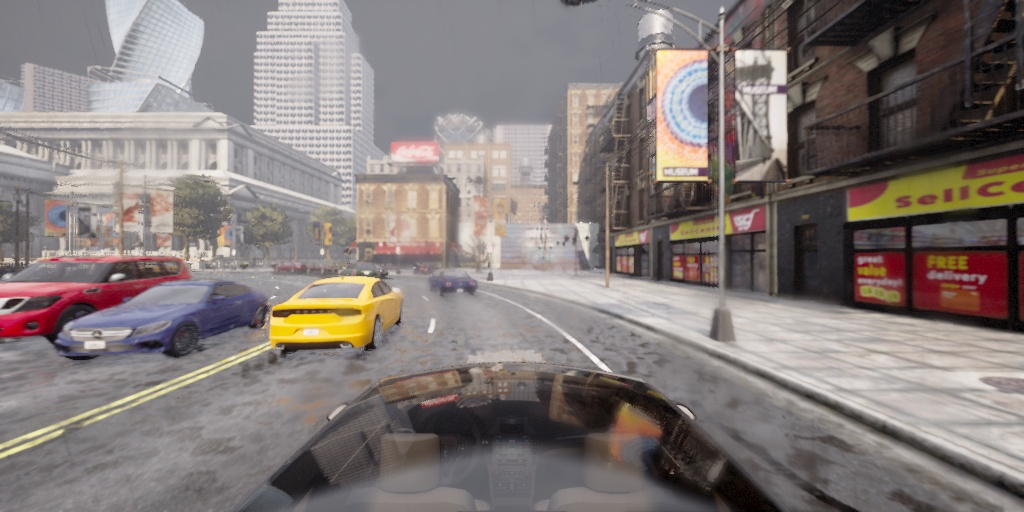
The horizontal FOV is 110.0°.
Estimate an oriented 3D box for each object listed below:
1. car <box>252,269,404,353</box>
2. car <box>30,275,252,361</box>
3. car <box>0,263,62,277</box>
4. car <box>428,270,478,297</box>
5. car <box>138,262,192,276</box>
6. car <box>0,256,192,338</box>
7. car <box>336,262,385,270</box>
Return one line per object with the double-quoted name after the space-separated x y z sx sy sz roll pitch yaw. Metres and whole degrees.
-4.013 1.261 9.057 1.882 1.535 5.008 0 0 -7 "car"
-7.658 1.306 8.570 1.812 1.442 4.674 0 0 -9 "car"
-50.518 1.433 37.499 4.674 1.442 1.812 0 0 2 "car"
-3.436 1.436 19.903 1.895 1.301 4.718 0 0 -23 "car"
-38.177 1.397 39.471 5.008 1.535 1.882 0 -1 13 "car"
-11.256 1.007 9.682 2.150 2.045 5.566 0 0 -12 "car"
-11.203 1.215 26.362 2.097 1.767 4.553 0 0 -35 "car"
